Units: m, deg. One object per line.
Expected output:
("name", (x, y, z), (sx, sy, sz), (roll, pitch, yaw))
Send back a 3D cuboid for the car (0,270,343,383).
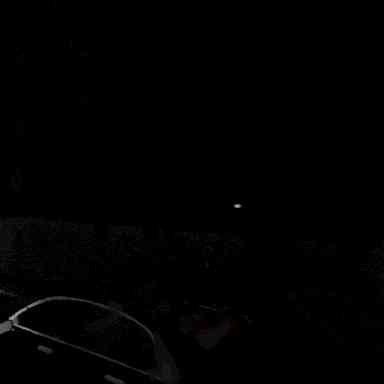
("car", (-0.801, 1.556, 3.533), (4.403, 1.369, 2.008), (0, 0, 36))
